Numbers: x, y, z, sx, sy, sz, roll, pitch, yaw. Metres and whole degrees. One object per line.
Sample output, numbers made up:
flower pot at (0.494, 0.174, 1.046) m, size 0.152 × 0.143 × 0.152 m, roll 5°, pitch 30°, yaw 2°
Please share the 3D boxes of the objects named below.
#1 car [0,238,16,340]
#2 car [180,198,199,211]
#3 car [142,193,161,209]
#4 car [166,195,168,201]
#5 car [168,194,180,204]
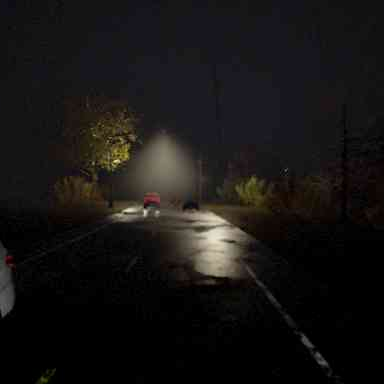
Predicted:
car at (-3.632, 1.224, 2.593) m, size 2.150 × 2.045 × 5.566 m, roll 0°, pitch 0°, yaw 0°
car at (-0.212, 1.493, 40.684) m, size 1.812 × 1.442 × 4.674 m, roll 0°, pitch 0°, yaw -4°
car at (-5.312, 1.184, 44.267) m, size 2.150 × 2.045 × 5.566 m, roll 0°, pitch 0°, yaw -4°
car at (-4.933, 1.210, 77.212) m, size 1.837 × 1.490 × 4.892 m, roll 0°, pitch 0°, yaw -7°
car at (-2.934, 1.446, 59.246) m, size 1.812 × 1.442 × 4.674 m, roll 0°, pitch 0°, yaw -6°
